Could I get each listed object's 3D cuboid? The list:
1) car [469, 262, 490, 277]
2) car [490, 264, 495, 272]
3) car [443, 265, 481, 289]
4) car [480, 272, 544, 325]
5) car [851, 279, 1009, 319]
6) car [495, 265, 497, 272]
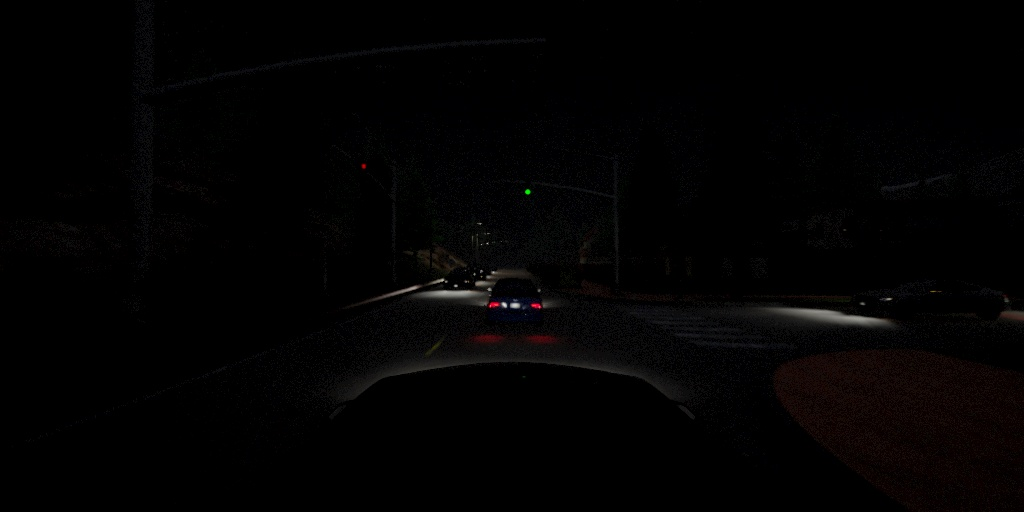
[{"bbox_3d":[-3.702,1.526,35.948,2.097,1.767,4.553,0,-1,0],"label":"car"},{"bbox_3d":[-3.708,1.860,47.005,2.033,1.411,5.357,0,-1,0],"label":"car"},{"bbox_3d":[-3.673,1.598,26.101,2.033,1.411,5.357,0,-1,0],"label":"car"},{"bbox_3d":[0.082,1.504,12.777,2.033,1.411,5.357,1,-1,0],"label":"car"},{"bbox_3d":[16.270,1.614,14.086,4.674,1.442,1.812,0,-1,5],"label":"car"},{"bbox_3d":[-3.696,2.028,62.163,1.812,1.442,4.674,0,-1,0],"label":"car"}]
